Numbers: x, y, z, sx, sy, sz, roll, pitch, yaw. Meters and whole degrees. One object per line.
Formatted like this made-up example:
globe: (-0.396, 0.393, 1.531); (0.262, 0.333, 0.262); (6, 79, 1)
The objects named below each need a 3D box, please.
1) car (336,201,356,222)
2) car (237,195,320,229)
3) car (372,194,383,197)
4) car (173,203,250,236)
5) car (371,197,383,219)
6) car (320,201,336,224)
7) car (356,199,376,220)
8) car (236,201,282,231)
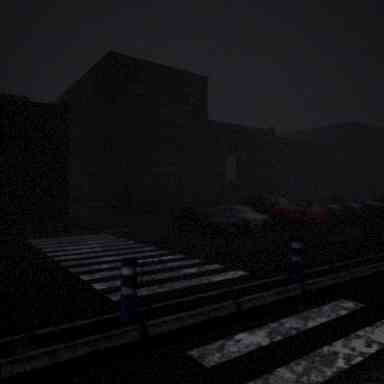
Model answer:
car: (9.565, 1.529, 25.469); (2.002, 1.452, 4.674); (0, 0, -36)
car: (5.196, 1.248, 22.318); (2.435, 2.045, 5.566); (0, 0, -36)
car: (20.906, 1.214, 33.534); (2.435, 2.045, 5.566); (0, 0, -36)
car: (0.708, 1.538, 19.112); (2.163, 1.488, 4.792); (0, 0, -36)
car: (14.161, 1.477, 28.747); (2.097, 1.535, 5.008); (0, 0, -36)
car: (7.443, 1.369, 23.918); (2.185, 1.767, 4.553); (0, 0, -36)
car: (11.915, 1.522, 27.147); (2.002, 1.452, 4.674); (0, 0, -36)
car: (2.934, 1.545, 20.741); (2.002, 1.452, 4.674); (0, 0, -36)
